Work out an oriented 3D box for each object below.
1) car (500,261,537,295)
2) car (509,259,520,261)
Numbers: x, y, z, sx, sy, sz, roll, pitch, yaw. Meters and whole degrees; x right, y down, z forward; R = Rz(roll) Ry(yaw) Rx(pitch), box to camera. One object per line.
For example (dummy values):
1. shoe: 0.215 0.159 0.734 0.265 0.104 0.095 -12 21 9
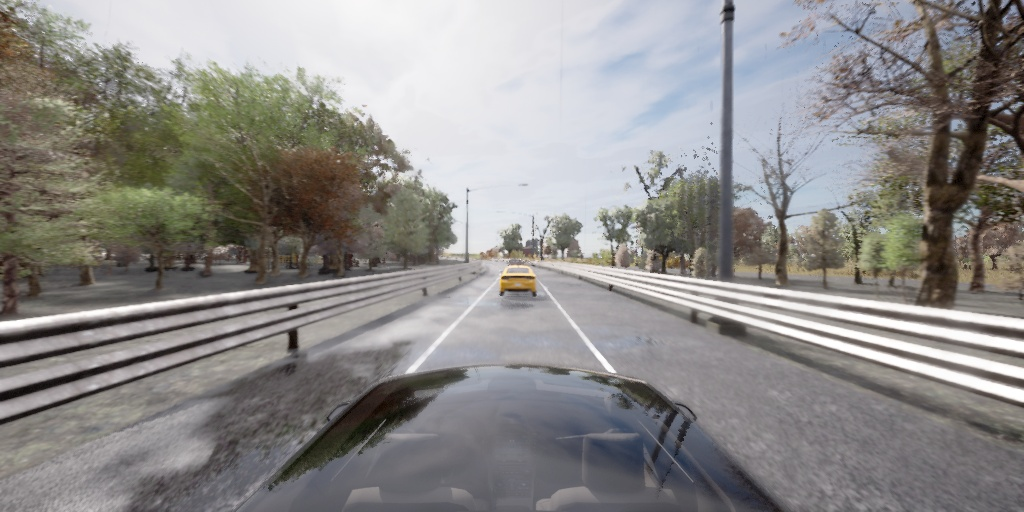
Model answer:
1. car: 0.350 1.269 20.060 1.882 1.535 5.008 0 0 1
2. car: 0.308 1.177 45.357 2.097 1.767 4.553 0 0 -2
